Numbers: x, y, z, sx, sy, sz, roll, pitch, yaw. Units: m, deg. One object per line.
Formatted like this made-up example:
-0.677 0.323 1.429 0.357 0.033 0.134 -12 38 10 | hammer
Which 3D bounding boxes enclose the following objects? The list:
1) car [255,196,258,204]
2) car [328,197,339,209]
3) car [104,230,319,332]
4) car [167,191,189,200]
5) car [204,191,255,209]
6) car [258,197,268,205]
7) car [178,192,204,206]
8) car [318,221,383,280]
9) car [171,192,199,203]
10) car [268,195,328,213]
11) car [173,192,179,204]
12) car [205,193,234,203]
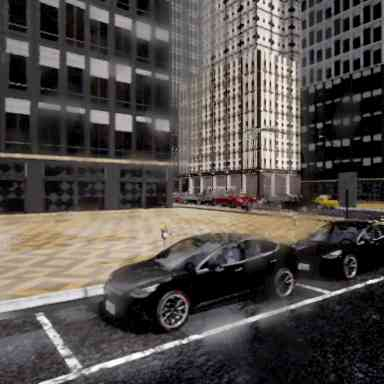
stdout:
7.400 0.945 45.504 1.802 1.307 4.206 1 0 -36 | car
14.000 1.095 36.621 1.752 1.417 4.829 1 0 -36 | car
0.406 1.562 6.852 4.313 1.339 1.947 0 0 -36 | car
-2.545 0.613 59.118 1.947 1.339 4.313 1 0 -36 | car
3.959 0.817 36.015 2.192 1.841 5.009 1 0 -36 | car
10.715 1.034 40.967 1.947 1.339 4.313 1 0 -36 | car
0.639 0.963 40.554 1.947 1.339 4.313 1 0 -36 | car
4.676 1.556 9.899 4.313 1.339 1.947 0 0 -36 | car
-1.087 0.804 47.453 1.994 1.385 4.181 0 1 -36 | car
10.141 1.149 32.085 1.837 1.490 4.892 0 2 -36 | car
-2.675 0.836 45.090 1.887 1.381 4.507 1 0 -36 | car
4.085 0.823 50.042 1.947 1.339 4.313 1 0 -36 | car
